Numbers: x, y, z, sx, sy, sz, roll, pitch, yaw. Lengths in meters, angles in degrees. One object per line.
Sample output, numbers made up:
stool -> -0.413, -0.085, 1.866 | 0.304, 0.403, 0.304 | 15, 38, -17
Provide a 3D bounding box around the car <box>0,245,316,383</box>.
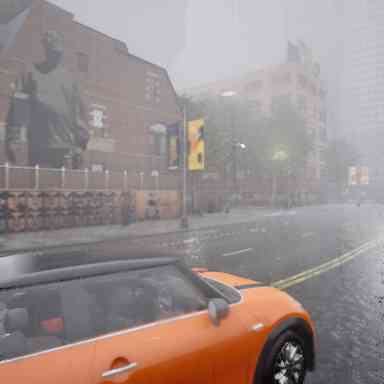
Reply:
car -> -0.695, 1.377, 3.562 | 4.553, 1.767, 2.097 | 0, -1, -37
